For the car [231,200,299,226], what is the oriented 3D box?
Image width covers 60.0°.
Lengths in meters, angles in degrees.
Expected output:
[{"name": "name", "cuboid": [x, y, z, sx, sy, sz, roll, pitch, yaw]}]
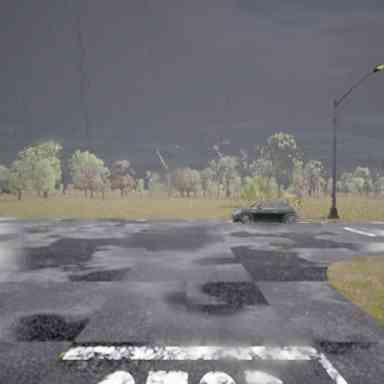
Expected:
[{"name": "car", "cuboid": [5.090, 1.365, 23.576, 4.553, 1.767, 2.097, 1, 1, 0]}]
